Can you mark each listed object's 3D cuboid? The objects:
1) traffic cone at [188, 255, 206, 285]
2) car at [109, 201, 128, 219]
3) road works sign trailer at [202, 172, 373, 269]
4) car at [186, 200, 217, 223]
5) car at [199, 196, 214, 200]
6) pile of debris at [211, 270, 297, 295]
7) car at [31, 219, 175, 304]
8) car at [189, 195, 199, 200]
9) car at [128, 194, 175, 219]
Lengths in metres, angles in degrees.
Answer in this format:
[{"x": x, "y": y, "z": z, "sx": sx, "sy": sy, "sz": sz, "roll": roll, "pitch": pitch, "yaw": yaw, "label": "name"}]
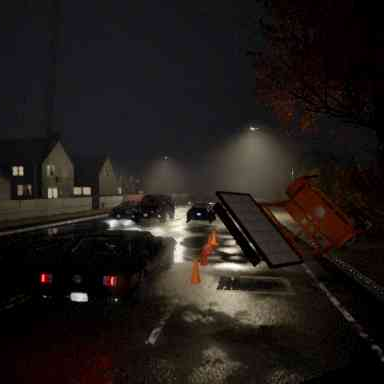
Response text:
[{"x": 0.090, "y": 1.948, "z": 8.205, "sx": 0.340, "sy": 0.580, "sz": 0.340, "roll": 0, "pitch": 0, "yaw": 8, "label": "traffic cone"}, {"x": -5.461, "y": 1.515, "z": 29.165, "sx": 2.033, "sy": 1.411, "sz": 5.357, "roll": 0, "pitch": 0, "yaw": 8, "label": "car"}, {"x": 2.311, "y": 1.082, "z": 9.021, "sx": 3.560, "sy": 2.880, "sz": 2.380, "roll": 4, "pitch": 40, "yaw": -42, "label": "road works sign trailer"}, {"x": 0.788, "y": 1.535, "z": 25.533, "sx": 1.994, "sy": 1.385, "sz": 4.181, "roll": 0, "pitch": 0, "yaw": 8, "label": "car"}, {"x": 3.241, "y": 1.442, "z": 66.422, "sx": 1.994, "sy": 1.385, "sz": 4.181, "roll": 0, "pitch": 0, "yaw": 9, "label": "car"}, {"x": 1.443, "y": 2.150, "z": 8.023, "sx": 1.860, "sy": 0.140, "sz": 1.500, "roll": 0, "pitch": -1, "yaw": 8, "label": "pile of debris"}, {"x": -1.702, "y": 1.594, "z": 8.170, "sx": 1.895, "sy": 1.301, "sz": 4.718, "roll": 0, "pitch": 0, "yaw": 8, "label": "car"}, {"x": 0.485, "y": 1.355, "z": 69.912, "sx": 1.837, "sy": 1.490, "sz": 4.892, "roll": 0, "pitch": 0, "yaw": 8, "label": "car"}, {"x": -2.748, "y": 1.195, "z": 25.182, "sx": 2.150, "sy": 2.045, "sz": 5.566, "roll": 0, "pitch": 0, "yaw": 8, "label": "car"}]
